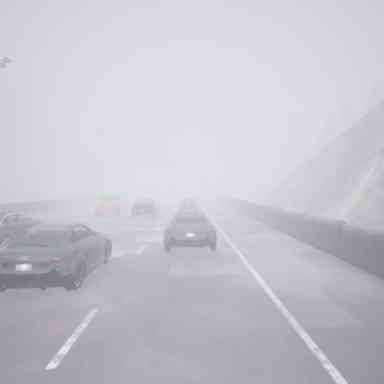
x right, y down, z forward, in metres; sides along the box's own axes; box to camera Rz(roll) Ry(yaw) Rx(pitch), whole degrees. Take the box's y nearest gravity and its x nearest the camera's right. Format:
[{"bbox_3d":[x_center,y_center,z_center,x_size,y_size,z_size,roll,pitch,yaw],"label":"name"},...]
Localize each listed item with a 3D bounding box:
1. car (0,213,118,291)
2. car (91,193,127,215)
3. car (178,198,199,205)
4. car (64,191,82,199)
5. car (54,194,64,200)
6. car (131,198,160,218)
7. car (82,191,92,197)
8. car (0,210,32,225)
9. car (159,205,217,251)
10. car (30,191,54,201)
[{"bbox_3d":[-3.500,1.506,8.877,1.994,1.385,4.181,-1,1,-1],"label":"car"},{"bbox_3d":[-7.284,1.114,30.376,2.097,1.767,4.553,-1,1,-1],"label":"car"},{"bbox_3d":[-0.304,1.235,31.669,2.033,1.411,5.357,-1,1,-1],"label":"car"},{"bbox_3d":[-25.444,0.718,72.989,2.150,2.045,5.566,-1,1,-1],"label":"car"},{"bbox_3d":[-28.941,1.077,72.977,1.994,1.385,4.181,-1,1,-1],"label":"car"},{"bbox_3d":[-3.743,1.238,27.342,1.882,1.535,5.008,-1,1,-1],"label":"car"},{"bbox_3d":[-21.943,0.939,73.067,1.882,1.535,5.008,-1,1,-1],"label":"car"},{"bbox_3d":[-7.046,1.430,12.401,2.128,1.511,4.902,-1,1,-1],"label":"car"},{"bbox_3d":[-0.074,1.430,13.481,1.994,1.385,4.181,-1,1,0],"label":"car"},{"bbox_3d":[-32.421,0.795,71.212,2.150,2.045,5.566,-1,1,-1],"label":"car"}]
